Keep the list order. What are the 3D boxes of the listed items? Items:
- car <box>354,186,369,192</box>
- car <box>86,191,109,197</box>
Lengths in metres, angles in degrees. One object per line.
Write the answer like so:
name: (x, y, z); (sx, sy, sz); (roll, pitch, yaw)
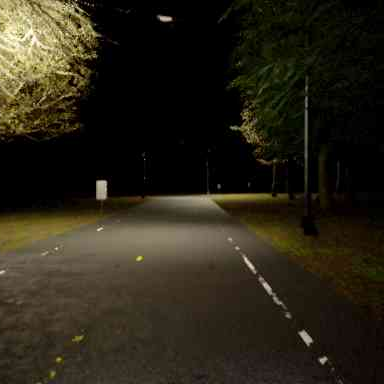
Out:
car: (40.755, -0.789, 81.658); (5.008, 1.535, 1.882); (-2, -1, -1)
car: (-21.013, 0.511, 73.865); (4.718, 1.301, 1.895); (-1, -1, 0)
